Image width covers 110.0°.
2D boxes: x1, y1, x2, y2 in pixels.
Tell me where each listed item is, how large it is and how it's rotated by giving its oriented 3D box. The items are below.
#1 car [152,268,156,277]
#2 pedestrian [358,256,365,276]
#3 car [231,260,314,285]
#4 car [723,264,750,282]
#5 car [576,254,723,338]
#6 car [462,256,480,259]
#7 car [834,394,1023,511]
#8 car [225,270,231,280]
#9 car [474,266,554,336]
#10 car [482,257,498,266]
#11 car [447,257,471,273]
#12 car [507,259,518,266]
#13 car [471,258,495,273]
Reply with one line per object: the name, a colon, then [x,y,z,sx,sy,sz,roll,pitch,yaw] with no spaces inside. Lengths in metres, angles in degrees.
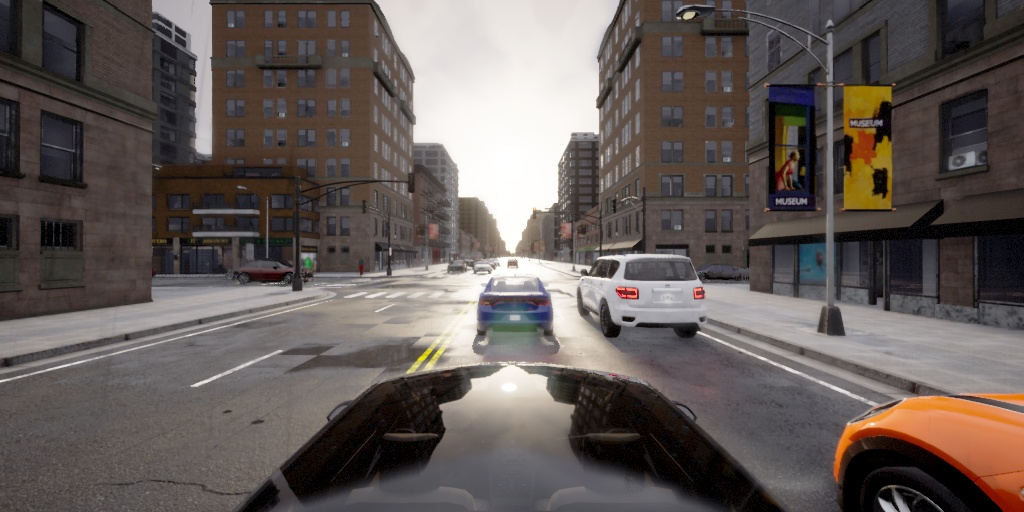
car: [-33.135,1.344,30.844,4.207,1.307,1.802,0,0,0]
pedestrian: [-14.129,0.920,33.615,0.375,1.860,0.375,0,0,0]
car: [-16.577,1.097,25.357,4.553,1.767,2.097,0,0,-2]
car: [16.113,1.337,28.385,5.357,1.411,2.033,0,0,0]
car: [3.336,0.972,10.351,2.150,2.045,5.566,0,0,0]
car: [-6.573,0.967,53.702,2.150,2.045,5.566,0,0,0]
car: [3.344,1.102,0.641,2.097,1.767,4.553,0,0,0]
car: [-22.113,1.331,30.782,4.313,1.339,1.948,0,0,0]
car: [0.085,1.228,10.491,1.882,1.535,5.008,0,0,0]
car: [-3.323,1.273,51.702,1.812,1.442,4.674,0,0,0]
car: [-6.577,1.227,43.408,1.882,1.535,5.008,0,0,0]
car: [0.128,1.220,64.208,1.882,1.535,5.008,0,0,0]
car: [-3.334,1.275,41.356,1.812,1.442,4.674,0,0,0]
